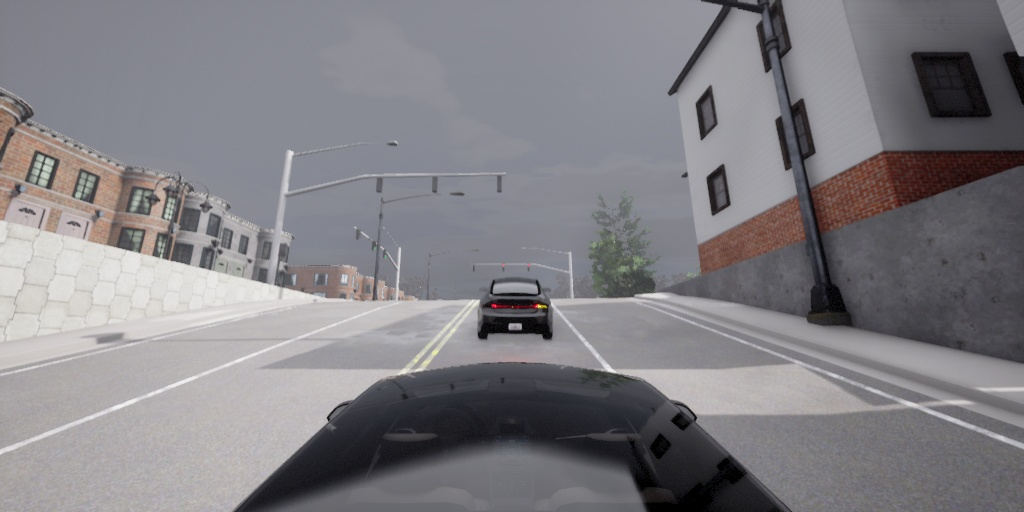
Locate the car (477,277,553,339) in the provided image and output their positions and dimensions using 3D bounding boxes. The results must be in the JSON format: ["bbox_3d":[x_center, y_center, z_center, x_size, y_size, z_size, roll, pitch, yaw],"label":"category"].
[{"bbox_3d":[0.091,1.335,10.352,1.837,1.490,4.892,0,0,0],"label":"car"}]
